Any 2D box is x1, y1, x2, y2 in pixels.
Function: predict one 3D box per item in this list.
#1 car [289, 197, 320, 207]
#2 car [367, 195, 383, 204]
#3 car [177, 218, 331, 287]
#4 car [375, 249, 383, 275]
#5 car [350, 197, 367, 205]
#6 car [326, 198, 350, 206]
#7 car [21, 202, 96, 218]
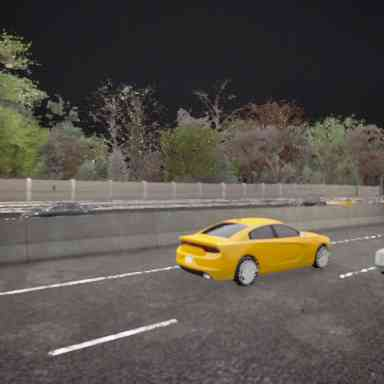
[{"bbox_3d":[15.137,1.419,44.880,4.553,1.767,2.097,0,0,-35],"label":"car"},{"bbox_3d":[22.220,1.289,37.045,5.566,2.045,2.150,0,0,-35],"label":"car"},{"bbox_3d":[1.938,1.486,9.430,5.008,1.535,1.882,0,0,-36],"label":"car"},{"bbox_3d":[6.783,1.614,8.586,4.718,1.301,1.895,0,0,-36],"label":"car"},{"bbox_3d":[22.154,1.426,41.284,4.553,1.767,2.097,0,0,-35],"label":"car"},{"bbox_3d":[19.726,1.552,43.850,5.008,1.535,1.882,0,0,-35],"label":"car"},{"bbox_3d":[-9.228,1.512,23.205,4.892,1.490,1.837,0,0,-35],"label":"car"}]
